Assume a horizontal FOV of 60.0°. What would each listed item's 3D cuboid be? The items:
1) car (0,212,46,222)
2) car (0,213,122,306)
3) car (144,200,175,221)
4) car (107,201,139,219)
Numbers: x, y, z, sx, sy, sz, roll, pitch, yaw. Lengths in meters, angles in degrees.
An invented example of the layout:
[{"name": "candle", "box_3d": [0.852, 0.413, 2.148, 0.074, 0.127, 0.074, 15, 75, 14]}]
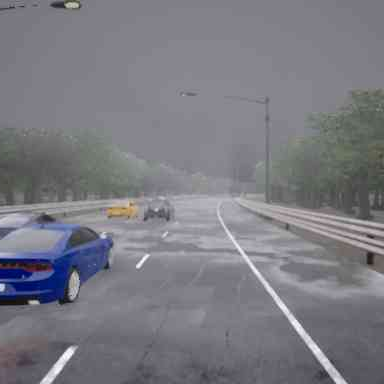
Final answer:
[{"name": "car", "box_3d": [-6.701, 1.569, 13.905, 1.812, 1.442, 4.674, 0, 0, 1]}, {"name": "car", "box_3d": [-3.313, 1.504, 8.209, 1.882, 1.535, 5.008, 0, 0, 1]}, {"name": "car", "box_3d": [-2.695, 1.438, 28.184, 2.097, 1.767, 4.553, 0, 0, 3]}, {"name": "car", "box_3d": [-6.113, 1.564, 29.982, 1.882, 1.535, 5.008, 0, 0, 3]}]
